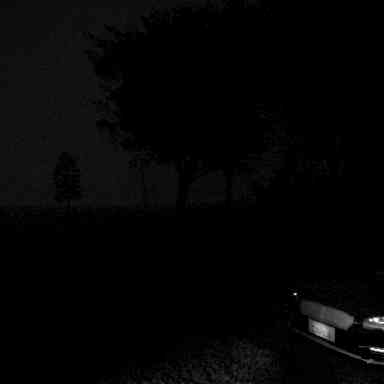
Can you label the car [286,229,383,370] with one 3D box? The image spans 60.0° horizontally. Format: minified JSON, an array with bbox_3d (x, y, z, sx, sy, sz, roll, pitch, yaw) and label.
[{"bbox_3d":[3.628,1.403,5.487,4.902,1.511,2.128,-1,2,-34],"label":"car"}]
